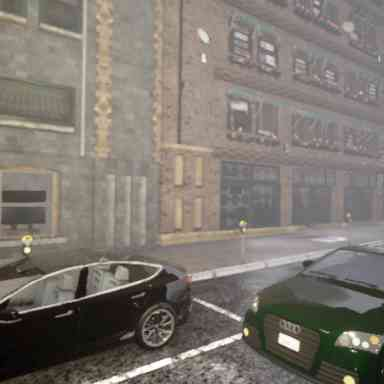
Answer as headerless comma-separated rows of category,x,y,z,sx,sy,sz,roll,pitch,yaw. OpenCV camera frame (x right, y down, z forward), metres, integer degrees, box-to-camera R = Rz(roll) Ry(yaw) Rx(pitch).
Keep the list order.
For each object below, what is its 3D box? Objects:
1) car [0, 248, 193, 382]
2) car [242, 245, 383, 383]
car,-1.981,1.565,4.667,4.313,1.339,1.947,0,1,-35
car,2.746,1.558,5.023,4.181,1.385,1.994,0,0,-36
